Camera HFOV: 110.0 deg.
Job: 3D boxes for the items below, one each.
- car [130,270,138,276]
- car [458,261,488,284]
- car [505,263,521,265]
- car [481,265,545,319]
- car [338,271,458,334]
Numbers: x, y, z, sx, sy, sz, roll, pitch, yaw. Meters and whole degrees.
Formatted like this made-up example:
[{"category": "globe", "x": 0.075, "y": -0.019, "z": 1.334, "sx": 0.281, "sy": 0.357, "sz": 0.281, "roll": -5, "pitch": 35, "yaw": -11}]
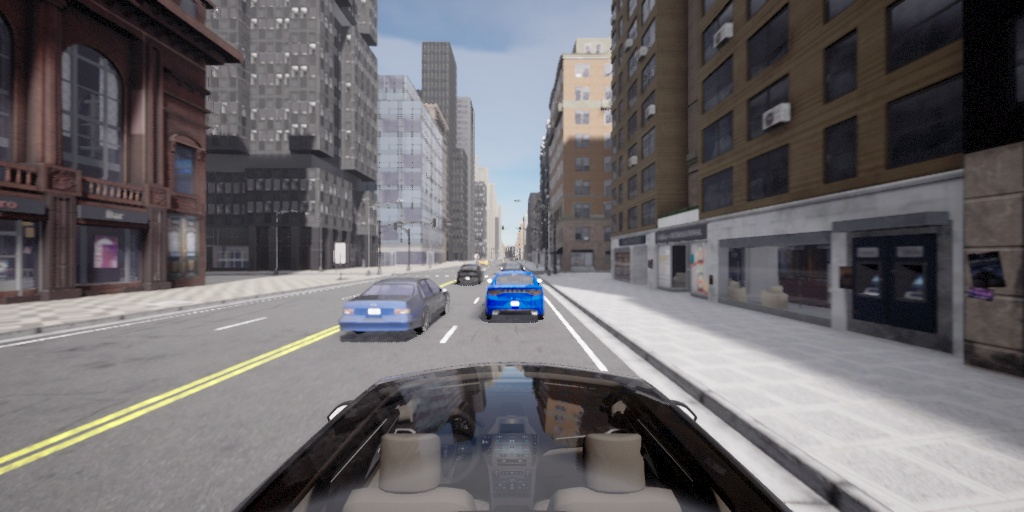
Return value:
[{"category": "car", "x": -47.961, "y": 1.834, "z": 43.389, "sx": 4.674, "sy": 1.442, "sz": 1.812, "roll": -1, "pitch": 0, "yaw": 1}, {"category": "car", "x": -3.154, "y": 1.357, "z": 27.942, "sx": 1.837, "sy": 1.490, "sz": 4.892, "roll": 0, "pitch": 0, "yaw": 0}, {"category": "car", "x": 0.095, "y": 1.334, "z": 28.924, "sx": 1.882, "sy": 1.535, "sz": 5.008, "roll": 0, "pitch": 0, "yaw": 0}, {"category": "car", "x": 0.097, "y": 1.270, "z": 13.031, "sx": 1.882, "sy": 1.535, "sz": 5.008, "roll": 0, "pitch": 0, "yaw": 0}, {"category": "car", "x": -3.151, "y": 1.331, "z": 10.738, "sx": 2.033, "sy": 1.411, "sz": 5.357, "roll": 0, "pitch": 0, "yaw": 0}]
